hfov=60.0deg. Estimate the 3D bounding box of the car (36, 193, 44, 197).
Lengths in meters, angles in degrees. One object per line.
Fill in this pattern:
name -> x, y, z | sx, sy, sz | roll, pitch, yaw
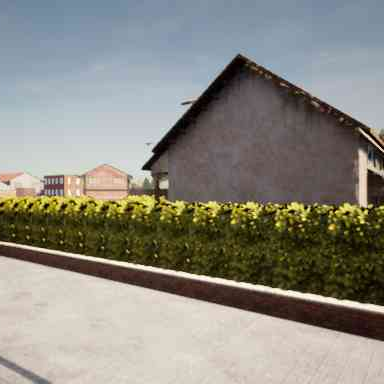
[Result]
car -> -31.263, 1.124, 68.371 | 3.866, 1.878, 1.905 | 0, 0, 35
